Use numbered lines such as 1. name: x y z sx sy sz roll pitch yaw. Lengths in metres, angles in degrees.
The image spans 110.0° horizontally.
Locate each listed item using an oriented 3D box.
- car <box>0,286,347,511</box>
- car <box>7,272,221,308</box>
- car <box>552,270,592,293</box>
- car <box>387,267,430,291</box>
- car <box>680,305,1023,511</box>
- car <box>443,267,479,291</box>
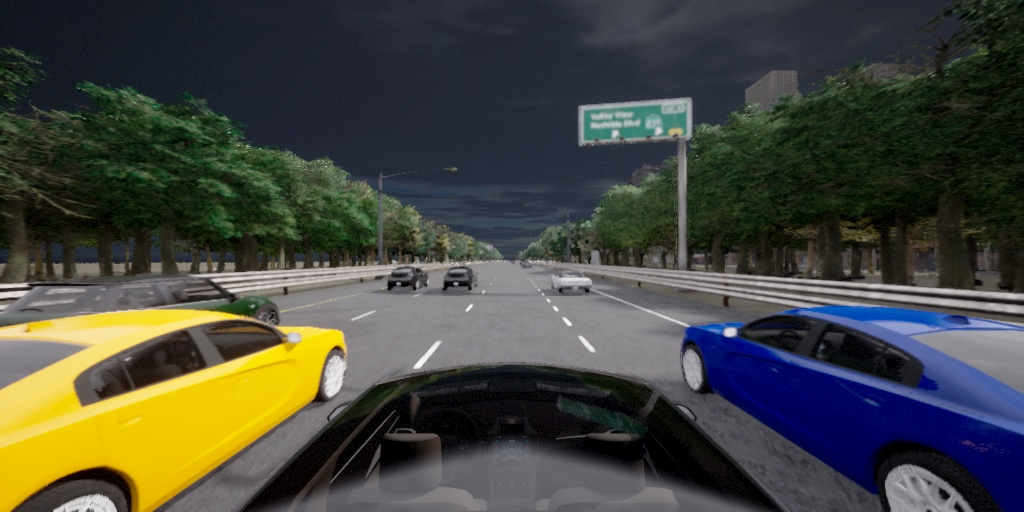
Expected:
1. car: -3.404 1.244 3.407 1.882 1.535 5.008 0 -1 0
2. car: -6.900 1.155 7.217 2.097 1.767 4.553 0 -1 0
3. car: 3.607 1.554 22.536 1.895 1.301 4.718 0 -1 0
4. car: -6.893 1.473 24.220 1.837 1.490 4.892 0 -1 0
5. car: 3.598 1.248 3.715 1.882 1.535 5.008 0 -1 0
6. car: -3.393 1.473 24.171 1.837 1.490 4.892 0 -1 0
